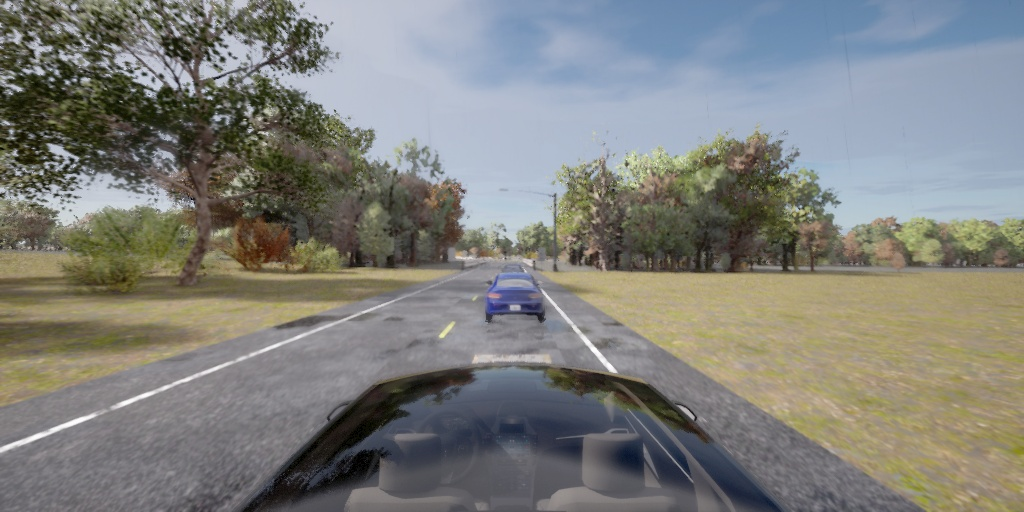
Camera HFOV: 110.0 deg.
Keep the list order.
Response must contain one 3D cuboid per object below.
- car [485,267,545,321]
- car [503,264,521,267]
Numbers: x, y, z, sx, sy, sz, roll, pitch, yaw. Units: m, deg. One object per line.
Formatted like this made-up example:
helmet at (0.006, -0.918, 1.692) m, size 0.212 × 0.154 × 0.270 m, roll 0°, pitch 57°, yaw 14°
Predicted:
car at (0.092, 1.275, 12.281) m, size 1.812 × 1.442 × 4.674 m, roll 0°, pitch 0°, yaw 0°
car at (0.092, 1.313, 28.923) m, size 1.994 × 1.385 × 4.181 m, roll 0°, pitch 0°, yaw 0°
